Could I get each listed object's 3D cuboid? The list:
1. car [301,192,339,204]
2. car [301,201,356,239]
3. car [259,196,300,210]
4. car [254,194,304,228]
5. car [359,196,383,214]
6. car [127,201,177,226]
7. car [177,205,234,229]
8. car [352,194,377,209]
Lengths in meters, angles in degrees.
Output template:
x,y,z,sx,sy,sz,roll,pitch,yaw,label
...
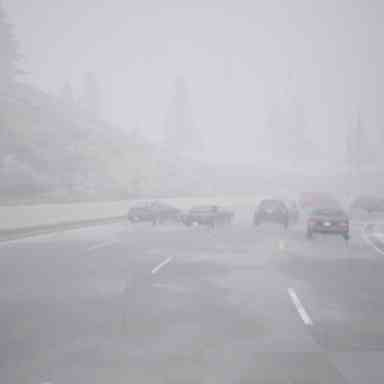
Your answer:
x,y,z,sx,sy,sz,roll,pitch,yaw,label
14.071,0.961,36.812,5.566,2.045,2.150,0,0,-38,car
6.872,1.429,16.708,2.033,1.411,5.357,0,0,24,car
10.124,1.220,38.307,4.902,1.511,2.128,0,0,-42,car
5.560,1.199,21.445,2.097,1.767,4.553,0,1,27,car
18.351,1.325,31.450,5.357,1.411,2.033,0,0,-37,car
-2.309,1.335,21.917,2.128,1.511,4.902,0,0,24,car
1.111,1.454,20.614,1.895,1.301,4.718,0,0,25,car
19.459,1.096,36.259,4.553,1.767,2.097,0,1,-34,car
